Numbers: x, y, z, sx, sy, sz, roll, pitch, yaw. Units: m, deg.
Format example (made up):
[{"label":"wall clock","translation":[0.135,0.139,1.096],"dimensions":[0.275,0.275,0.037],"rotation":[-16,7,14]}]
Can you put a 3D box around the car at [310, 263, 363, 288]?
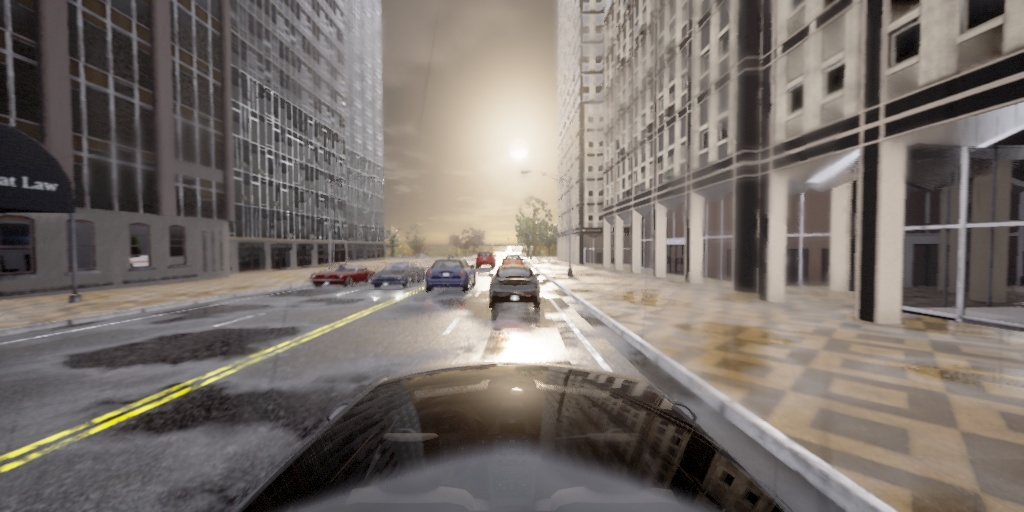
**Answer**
[{"label":"car","translation":[-9.852,1.130,21.267],"dimensions":[1.895,1.301,4.718],"rotation":[0,1,0]}]

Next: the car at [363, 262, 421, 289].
[{"label":"car","translation":[-6.602,1.064,21.373],"dimensions":[2.033,1.411,5.357],"rotation":[0,1,0]}]

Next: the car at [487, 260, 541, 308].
[{"label":"car","translation":[0.092,1.094,14.280],"dimensions":[1.837,1.490,4.892],"rotation":[0,1,0]}]

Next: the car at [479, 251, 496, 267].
[{"label":"car","translation":[-3.159,0.420,44.146],"dimensions":[2.150,2.045,5.566],"rotation":[0,1,0]}]

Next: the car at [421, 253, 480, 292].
[{"label":"car","translation":[-3.154,0.883,19.293],"dimensions":[2.097,1.767,4.553],"rotation":[0,1,0]}]

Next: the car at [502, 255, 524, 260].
[{"label":"car","translation":[0.092,0.662,35.041],"dimensions":[2.097,1.767,4.553],"rotation":[0,1,0]}]
